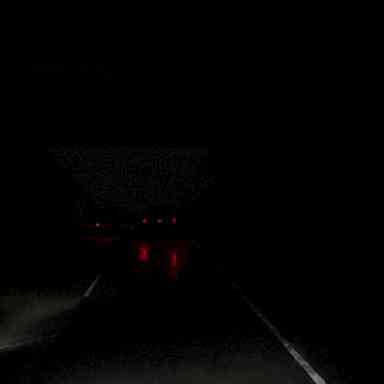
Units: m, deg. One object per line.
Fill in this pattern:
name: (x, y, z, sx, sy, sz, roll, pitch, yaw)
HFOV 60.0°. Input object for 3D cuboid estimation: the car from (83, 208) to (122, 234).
car: (-5.629, 1.729, 21.326, 1.882, 1.535, 5.008, 0, -1, -6)

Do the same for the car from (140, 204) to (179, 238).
car: (-1.917, 1.559, 19.467, 2.097, 1.767, 4.553, 0, -1, -6)

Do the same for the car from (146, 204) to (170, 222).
car: (-3.177, 1.877, 30.853, 2.033, 1.411, 5.357, 0, -1, -6)
